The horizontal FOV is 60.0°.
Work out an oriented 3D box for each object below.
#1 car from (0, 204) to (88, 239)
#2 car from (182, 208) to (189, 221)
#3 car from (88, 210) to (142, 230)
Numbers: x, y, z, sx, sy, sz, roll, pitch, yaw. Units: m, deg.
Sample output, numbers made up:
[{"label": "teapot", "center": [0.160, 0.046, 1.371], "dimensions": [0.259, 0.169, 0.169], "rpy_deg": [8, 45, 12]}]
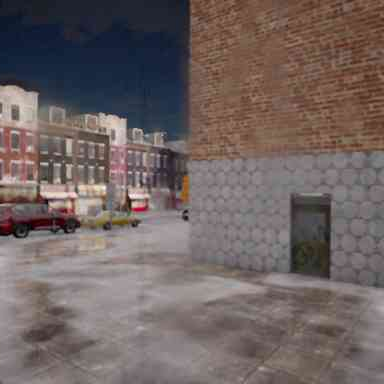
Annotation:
[{"label": "car", "center": [-8.992, 1.600, 19.295], "dimensions": [2.192, 1.841, 5.009], "rpy_deg": [-1, -1, 36]}, {"label": "car", "center": [0.711, 2.157, 32.801], "dimensions": [1.947, 1.339, 4.313], "rpy_deg": [-1, -2, 36]}, {"label": "car", "center": [-5.658, 1.915, 23.932], "dimensions": [1.752, 1.417, 4.829], "rpy_deg": [-1, -1, 36]}]
